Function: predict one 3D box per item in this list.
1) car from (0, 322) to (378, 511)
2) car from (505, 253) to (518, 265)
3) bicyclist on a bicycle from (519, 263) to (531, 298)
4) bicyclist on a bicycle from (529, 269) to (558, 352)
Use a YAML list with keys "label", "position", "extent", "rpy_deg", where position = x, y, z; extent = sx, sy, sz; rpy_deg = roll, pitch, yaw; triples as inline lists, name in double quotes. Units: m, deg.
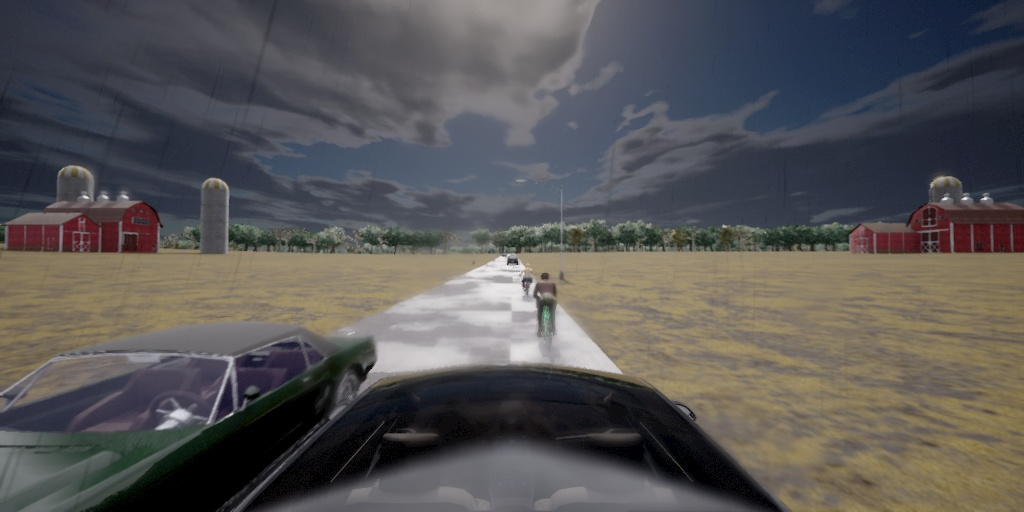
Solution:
- label: "car"
  position: [-2.849, 1.349, 2.908]
  extent: [1.895, 1.301, 4.718]
  rpy_deg: [0, 0, 0]
- label: "car"
  position: [0.111, 0.712, 61.704]
  extent: [1.882, 1.535, 5.008]
  rpy_deg: [0, 1, 0]
- label: "bicyclist on a bicycle"
  position: [0.740, 1.132, 17.089]
  extent: [0.866, 1.612, 1.509]
  rpy_deg: [0, 0, 0]
- label: "bicyclist on a bicycle"
  position: [0.757, 1.189, 7.936]
  extent: [0.582, 1.620, 1.656]
  rpy_deg: [0, 0, 0]
